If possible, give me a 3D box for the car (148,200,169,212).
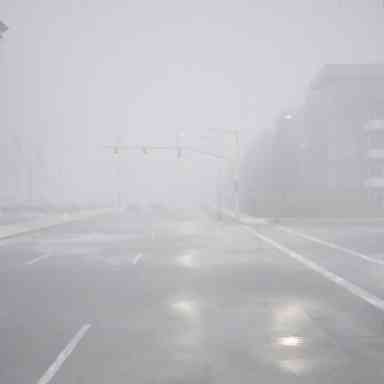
[{"bbox_3d":[-4.707,2.116,47.873,1.837,1.490,4.892,0,-1,0],"label":"car"}]

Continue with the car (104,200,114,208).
[{"bbox_3d":[-16.347,2.281,64.019,1.882,1.535,5.008,0,-1,0],"label":"car"}]

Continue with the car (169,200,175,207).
[{"bbox_3d":[-4.838,2.491,73.273,1.994,1.385,4.181,0,-1,0],"label":"car"}]

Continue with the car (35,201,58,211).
[{"bbox_3d":[-23.374,2.223,53.617,1.994,1.385,4.181,0,-1,0],"label":"car"}]

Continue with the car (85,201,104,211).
[{"bbox_3d":[-16.381,2.217,53.615,2.033,1.411,5.357,0,-1,1],"label":"car"}]

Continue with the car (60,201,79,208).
[{"bbox_3d":[-23.337,2.349,63.424,1.994,1.385,4.181,0,-1,0],"label":"car"}]

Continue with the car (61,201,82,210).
[{"bbox_3d":[-19.871,2.246,54.973,1.994,1.385,4.181,0,-1,0],"label":"car"}]

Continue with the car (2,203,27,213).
[{"bbox_3d":[-23.338,2.142,44.426,1.895,1.301,4.718,0,-1,0],"label":"car"}]

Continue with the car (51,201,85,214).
[{"bbox_3d":[-16.350,2.072,44.040,1.812,1.442,4.674,0,-1,3],"label":"car"}]

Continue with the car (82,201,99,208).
[{"bbox_3d":[-19.837,2.412,65.047,1.895,1.301,4.718,0,-1,0],"label":"car"}]

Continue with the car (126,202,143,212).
[{"bbox_3d":[-8.218,2.153,47.798,2.033,1.411,5.357,0,-1,0],"label":"car"}]

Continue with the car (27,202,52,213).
[{"bbox_3d":[-19.845,2.031,44.975,1.882,1.535,5.008,0,-1,0],"label":"car"}]
